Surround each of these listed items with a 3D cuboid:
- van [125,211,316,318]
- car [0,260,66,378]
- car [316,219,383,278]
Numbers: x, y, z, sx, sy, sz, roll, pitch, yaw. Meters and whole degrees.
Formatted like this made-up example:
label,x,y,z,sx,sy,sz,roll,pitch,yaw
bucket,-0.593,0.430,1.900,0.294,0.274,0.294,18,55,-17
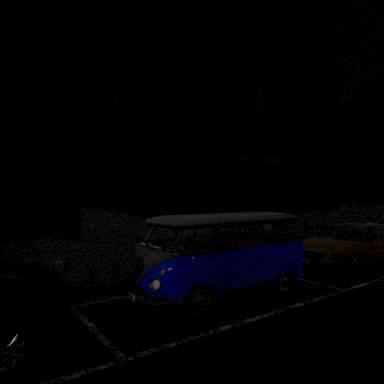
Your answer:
label,x,y,z,sx,sy,sz,roll,pitch,yaw
van,0.646,1.341,7.116,3.998,1.788,1.690,0,0,-36
car,-3.779,1.566,3.956,4.313,1.339,1.947,0,0,-36
car,4.933,1.526,10.177,4.829,1.417,1.752,0,0,-36
